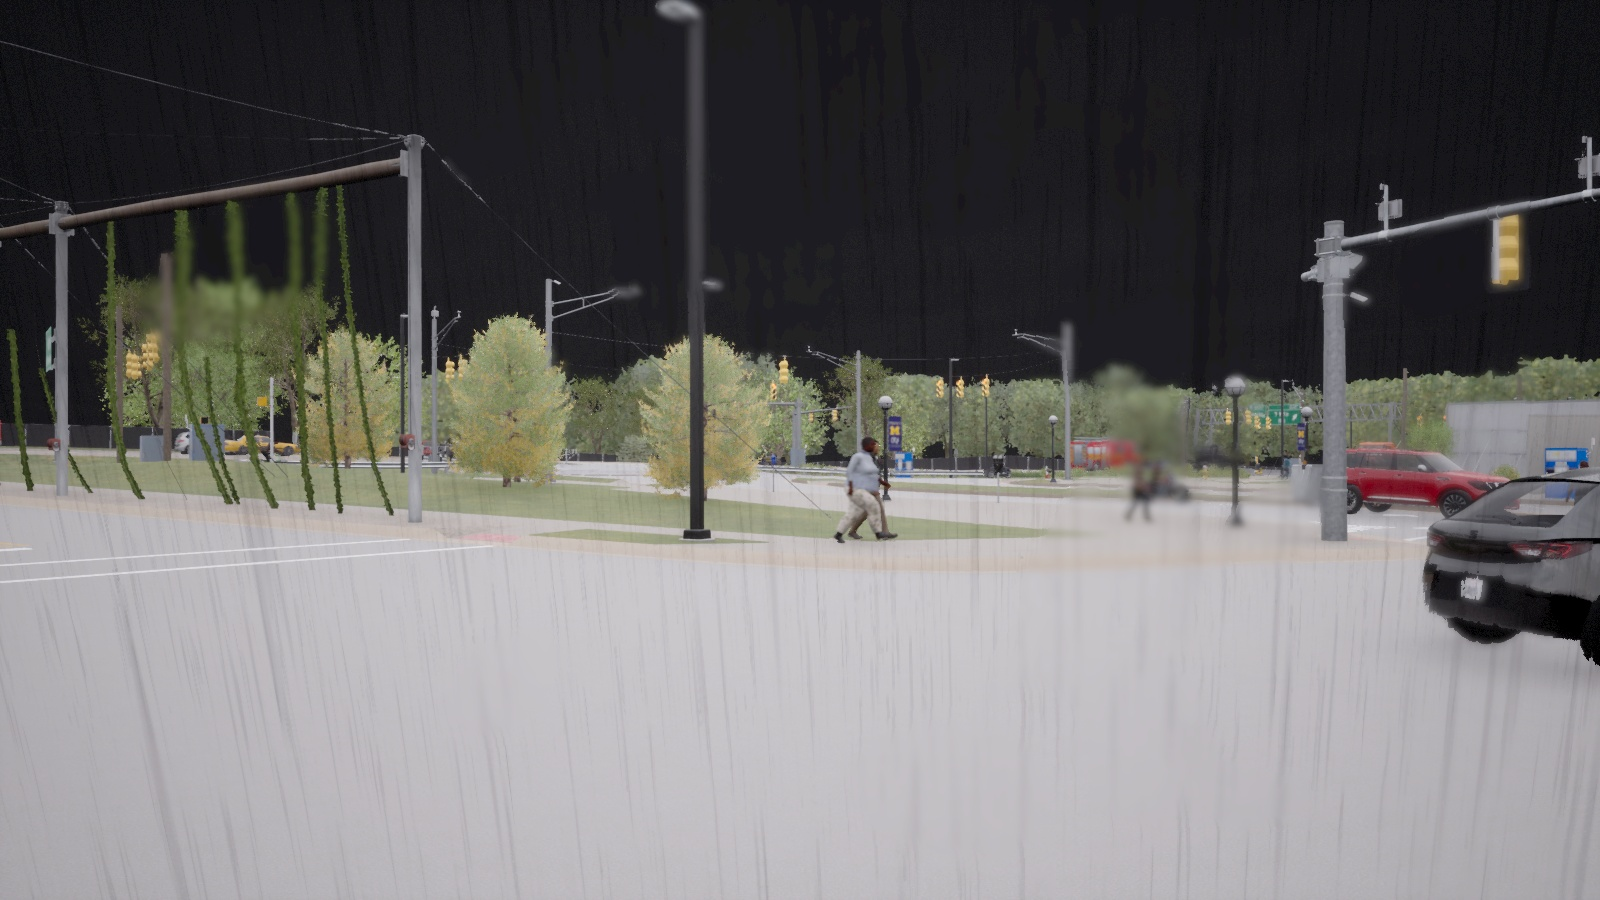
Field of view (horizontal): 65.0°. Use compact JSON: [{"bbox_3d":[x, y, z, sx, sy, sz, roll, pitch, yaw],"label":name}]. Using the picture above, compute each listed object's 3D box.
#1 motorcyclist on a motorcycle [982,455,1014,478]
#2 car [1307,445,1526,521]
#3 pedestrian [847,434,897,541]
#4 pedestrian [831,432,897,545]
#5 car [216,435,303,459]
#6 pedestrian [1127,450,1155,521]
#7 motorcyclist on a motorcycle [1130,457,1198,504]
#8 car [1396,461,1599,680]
[{"bbox_3d":[14.280,1.216,90.565,2.350,1.649,0.766,0,0,-33],"label":"motorcyclist on a motorcycle"},{"bbox_3d":[18.649,0.938,38.240,2.150,2.045,5.566,0,1,-38],"label":"car"},{"bbox_3d":[1.262,0.644,21.925,0.694,1.848,0.540,0,0,32],"label":"pedestrian"},{"bbox_3d":[1.084,0.640,21.234,0.900,1.855,0.874,0,0,19],"label":"pedestrian"},{"bbox_3d":[-38.191,-0.207,88.799,5.366,1.575,1.801,1,-1,-34],"label":"car"},{"bbox_3d":[8.873,0.914,32.684,0.331,1.846,0.634,0,0,-34],"label":"pedestrian"},{"bbox_3d":[13.129,1.083,45.398,0.766,1.649,2.350,0,-1,-38],"label":"motorcyclist on a motorcycle"},{"bbox_3d":[7.125,0.819,9.727,4.193,1.474,1.816,-1,-1,-7],"label":"car"}]
